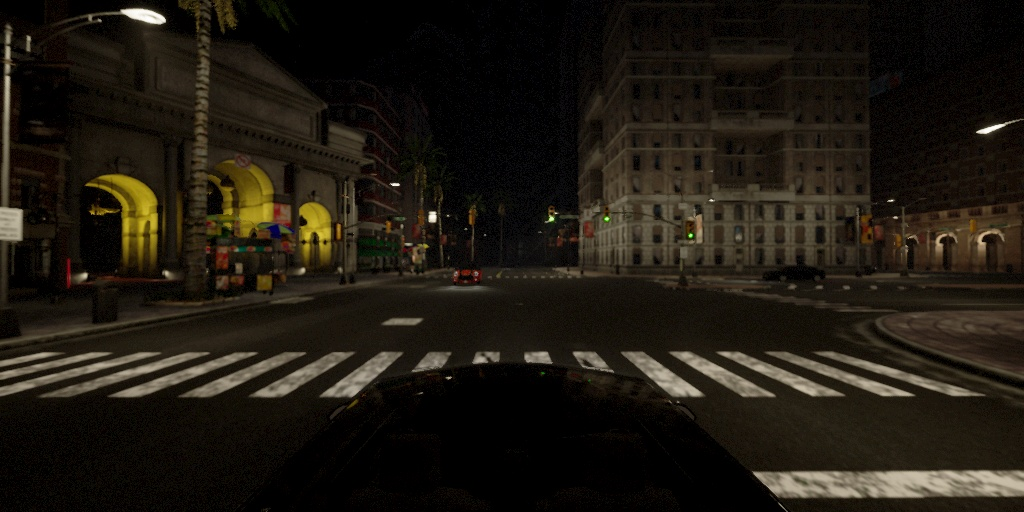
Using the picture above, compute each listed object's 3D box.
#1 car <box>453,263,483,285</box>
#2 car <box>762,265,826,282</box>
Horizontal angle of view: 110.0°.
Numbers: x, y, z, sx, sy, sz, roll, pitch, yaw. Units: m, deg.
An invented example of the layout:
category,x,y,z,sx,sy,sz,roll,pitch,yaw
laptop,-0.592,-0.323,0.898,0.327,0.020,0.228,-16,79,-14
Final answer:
category,x,y,z,sx,sy,sz,roll,pitch,yaw
car,-3.542,1.393,29.469,2.097,1.767,4.553,0,-1,0
car,25.758,1.580,32.873,5.008,1.535,1.882,0,-1,0
